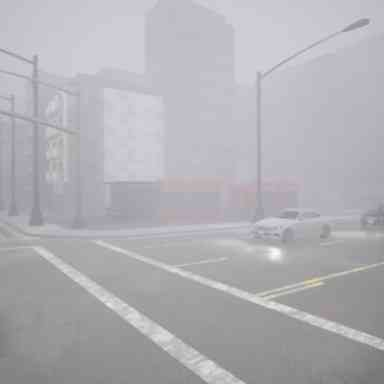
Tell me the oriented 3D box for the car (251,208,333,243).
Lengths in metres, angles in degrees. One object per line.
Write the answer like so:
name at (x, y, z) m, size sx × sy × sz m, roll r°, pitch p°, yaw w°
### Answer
car at (4.966, 1.534, 16.091) m, size 4.674 × 1.442 × 1.812 m, roll 0°, pitch 0°, yaw -35°

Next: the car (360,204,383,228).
car at (12.933, 1.566, 21.762) m, size 4.902 × 1.511 × 2.128 m, roll 1°, pitch 0°, yaw -35°
